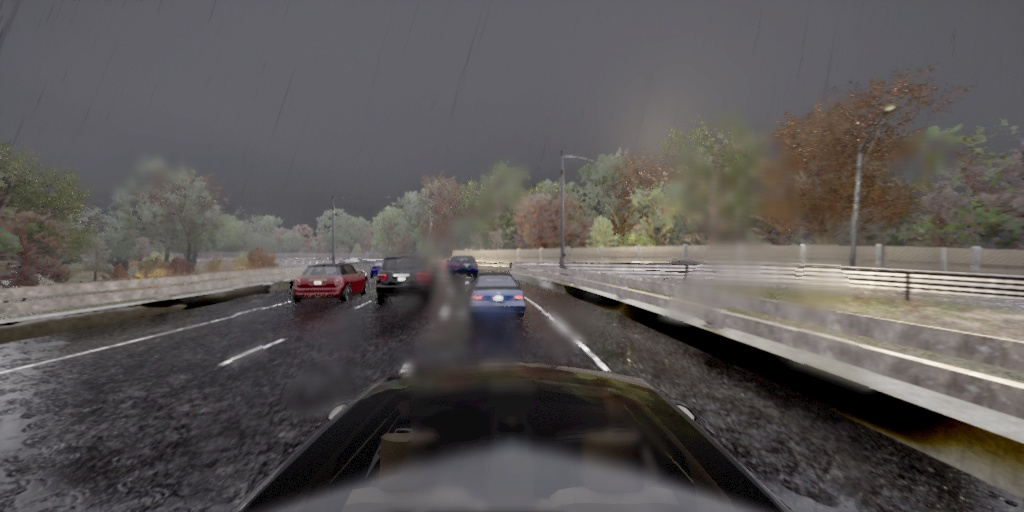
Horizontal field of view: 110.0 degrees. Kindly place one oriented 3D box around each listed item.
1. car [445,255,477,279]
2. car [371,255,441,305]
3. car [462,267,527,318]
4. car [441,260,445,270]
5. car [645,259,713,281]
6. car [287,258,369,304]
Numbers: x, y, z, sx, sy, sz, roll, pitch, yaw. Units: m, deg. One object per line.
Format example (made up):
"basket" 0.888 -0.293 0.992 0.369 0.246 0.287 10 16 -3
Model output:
"car" -4.558 0.955 32.770 2.150 2.045 5.566 0 0 -16
"car" -4.639 0.974 16.447 2.150 2.045 5.566 0 0 -8
"car" -0.652 1.288 13.023 2.033 1.411 5.357 0 0 -6
"car" -7.974 0.932 47.861 2.097 1.767 4.553 0 0 -40
"car" 13.160 1.017 28.471 4.892 1.490 1.837 0 0 35
"car" -8.254 1.118 16.808 2.097 1.767 4.553 0 0 -8
